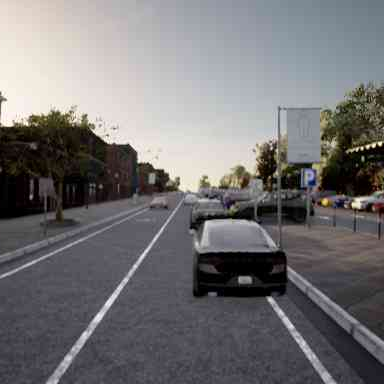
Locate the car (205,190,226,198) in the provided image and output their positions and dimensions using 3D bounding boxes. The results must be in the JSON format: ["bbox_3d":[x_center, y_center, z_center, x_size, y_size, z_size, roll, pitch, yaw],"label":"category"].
[{"bbox_3d":[5.419,0.408,76.485,4.553,1.767,2.185,0,1,0],"label":"car"}]

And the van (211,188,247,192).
[{"bbox_3d":[5.671,0.744,51.260,4.442,1.987,1.878,0,1,0],"label":"van"}]

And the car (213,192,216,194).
[{"bbox_3d":[5.575,1.093,45.654,4.674,1.452,2.002,0,1,0],"label":"car"}]

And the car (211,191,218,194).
[{"bbox_3d":[5.573,1.013,48.456,4.892,1.521,2.231,0,1,0],"label":"car"}]

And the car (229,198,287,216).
[{"bbox_3d":[5.651,1.275,28.828,4.674,1.452,2.002,0,1,0],"label":"car"}]

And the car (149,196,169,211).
[{"bbox_3d":[-3.449,1.188,35.777,1.812,1.442,4.674,0,1,0],"label":"car"}]

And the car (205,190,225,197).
[{"bbox_3d":[5.407,0.359,79.288,4.553,1.767,2.185,0,1,0],"label":"car"}]

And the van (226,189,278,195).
[{"bbox_3d":[5.753,0.983,31.629,4.442,1.987,1.878,0,1,0],"label":"van"}]

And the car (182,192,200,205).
[{"bbox_3d":[-0.114,1.063,45.687,1.812,1.442,4.674,0,1,0],"label":"car"}]

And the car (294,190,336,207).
[{"bbox_3d":[18.615,0.752,49.127,5.566,2.045,2.435,0,1,0],"label":"car"}]

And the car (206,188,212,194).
[{"bbox_3d":[5.515,0.670,54.059,5.566,2.045,2.435,0,1,0],"label":"car"}]

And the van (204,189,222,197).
[{"bbox_3d":[5.298,0.162,84.892,4.442,1.987,1.878,0,1,0],"label":"van"}]

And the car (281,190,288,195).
[{"bbox_3d":[18.795,0.861,57.458,5.366,1.575,1.946,0,1,0],"label":"car"}]

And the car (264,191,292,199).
[{"bbox_3d":[18.366,0.621,71.333,5.366,1.575,1.946,0,1,0],"label":"car"}]

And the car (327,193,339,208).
[{"bbox_3d":[18.684,1.147,38.024,5.008,1.535,2.097,0,1,0],"label":"car"}]

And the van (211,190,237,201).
[{"bbox_3d":[5.636,0.599,59.667,4.442,1.987,1.878,0,1,0],"label":"van"}]

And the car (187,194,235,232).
[{"bbox_3d":[0.923,1.199,18.472,2.097,1.767,4.553,0,1,0],"label":"car"}]

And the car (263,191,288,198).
[{"bbox_3d":[18.545,0.577,74.110,4.892,1.521,2.231,0,1,0],"label":"car"}]

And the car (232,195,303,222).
[{"bbox_3d":[5.474,1.258,26.024,5.366,1.575,1.946,0,1,0],"label":"car"}]

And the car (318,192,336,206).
[{"bbox_3d":[18.862,1.113,40.802,5.366,1.575,1.946,0,1,0],"label":"car"}]

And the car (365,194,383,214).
[{"bbox_3d":[18.729,1.228,29.697,5.008,1.535,2.097,0,1,0],"label":"car"}]

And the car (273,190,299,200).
[{"bbox_3d":[18.605,0.595,65.783,4.553,1.767,2.185,0,1,0],"label":"car"}]

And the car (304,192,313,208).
[{"bbox_3d":[18.683,1.074,46.356,4.792,1.488,2.163,0,1,0],"label":"car"}]

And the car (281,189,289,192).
[{"bbox_3d":[18.626,0.565,60.229,5.566,2.045,2.435,0,1,0],"label":"car"}]

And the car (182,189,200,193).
[{"bbox_3d":[-0.165,0.695,59.100,2.097,1.767,4.553,0,1,0],"label":"car"}]

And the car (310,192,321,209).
[{"bbox_3d":[18.637,1.114,43.573,4.792,1.488,2.163,0,1,0],"label":"car"}]

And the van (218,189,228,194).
[{"bbox_3d":[5.496,0.929,37.238,4.442,1.987,1.878,0,1,0],"label":"van"}]

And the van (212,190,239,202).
[{"bbox_3d":[5.648,0.647,56.864,4.442,1.987,1.878,0,1,0],"label":"van"}]

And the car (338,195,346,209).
[{"bbox_3d":[18.695,1.177,35.247,4.892,1.521,2.231,0,1,0],"label":"car"}]

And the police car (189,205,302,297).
[{"bbox_3d":[0.951,1.365,8.601,1.930,1.638,5.238,0,1,0],"label":"police car"}]

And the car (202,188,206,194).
[{"bbox_3d":[5.444,0.379,70.877,5.566,2.045,2.435,0,1,0],"label":"car"}]

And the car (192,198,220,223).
[{"bbox_3d":[0.907,1.294,24.511,1.837,1.490,4.892,0,1,0],"label":"car"}]

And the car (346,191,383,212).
[{"bbox_3d":[18.684,0.951,32.470,5.566,2.045,2.435,0,1,0],"label":"car"}]

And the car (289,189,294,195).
[{"bbox_3d":[18.660,0.709,51.903,5.566,2.045,2.435,0,1,0],"label":"car"}]

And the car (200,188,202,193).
[{"bbox_3d":[5.398,0.339,87.699,5.008,1.535,2.097,0,1,0],"label":"car"}]

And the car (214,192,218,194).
[{"bbox_3d":[5.619,1.121,42.846,4.792,1.488,2.163,0,1,0],"label":"car"}]
